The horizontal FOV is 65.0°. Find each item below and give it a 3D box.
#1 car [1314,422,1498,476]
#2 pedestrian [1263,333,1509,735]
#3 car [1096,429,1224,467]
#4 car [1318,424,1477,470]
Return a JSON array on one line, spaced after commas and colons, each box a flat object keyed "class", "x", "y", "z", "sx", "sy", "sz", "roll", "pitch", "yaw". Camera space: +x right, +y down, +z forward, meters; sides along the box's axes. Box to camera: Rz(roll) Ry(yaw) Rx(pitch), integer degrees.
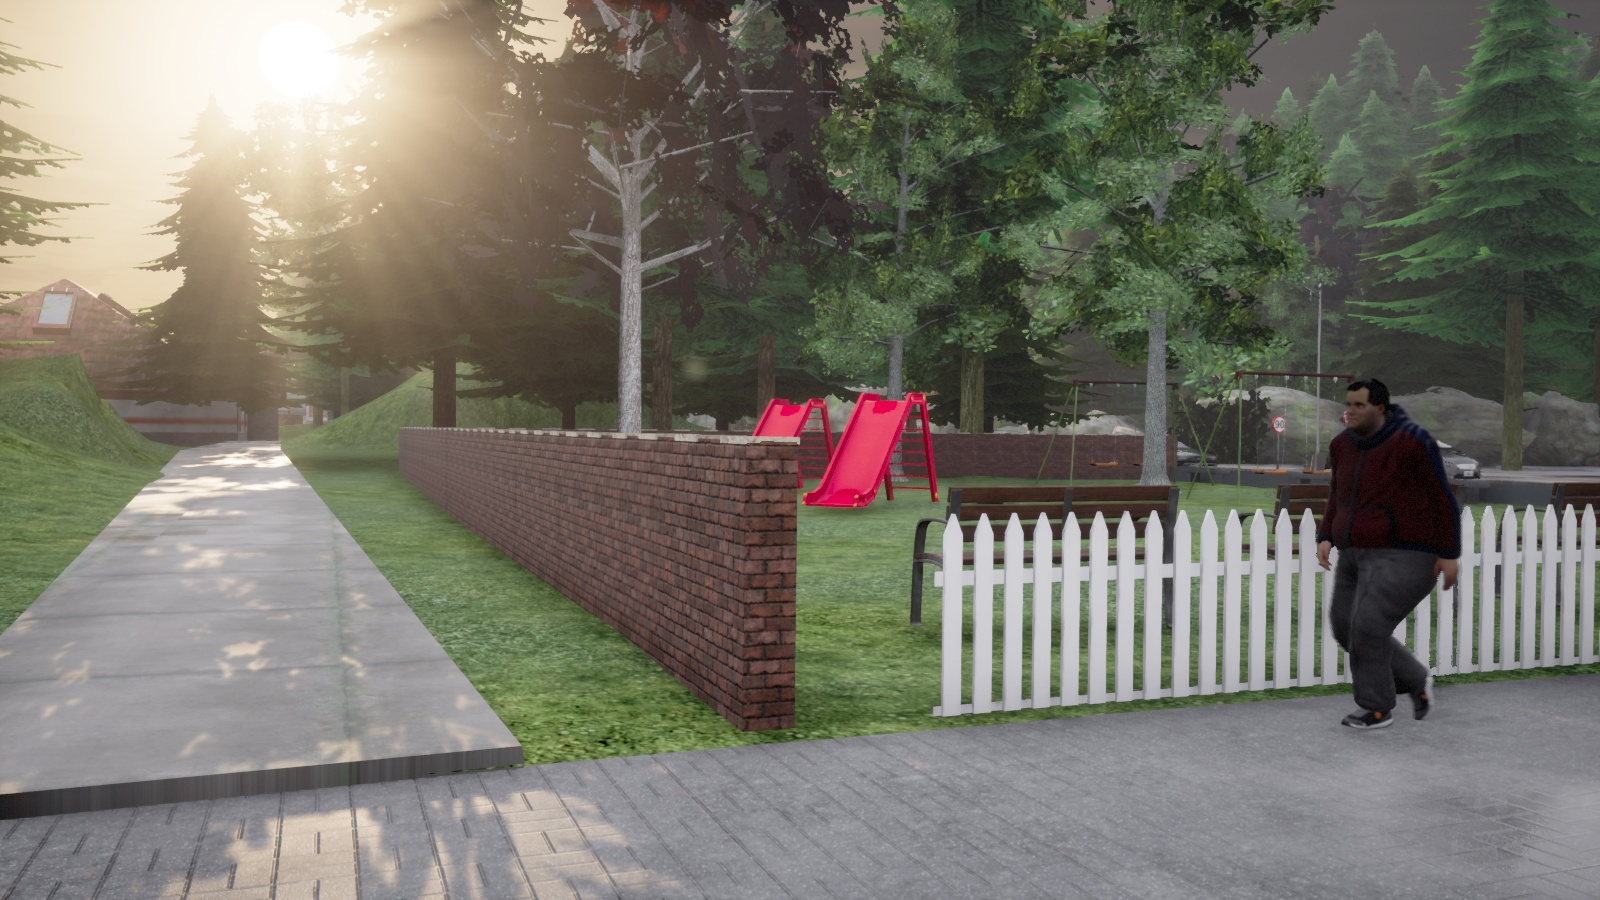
[{"class": "car", "x": 18.296, "y": -0.065, "z": 38.214, "sx": 2.128, "sy": 1.511, "sz": 4.902, "roll": -1, "pitch": 1, "yaw": -21}, {"class": "pedestrian", "x": 2.869, "y": 0.376, "z": 6.187, "sx": 0.899, "sy": 1.844, "sz": 0.634, "roll": -1, "pitch": 1, "yaw": -16}, {"class": "car", "x": 14.052, "y": -0.109, "z": 49.354, "sx": 2.033, "sy": 1.411, "sz": 5.357, "roll": -1, "pitch": 1, "yaw": -21}, {"class": "car", "x": 20.568, "y": -0.132, "z": 43.484, "sx": 2.163, "sy": 1.488, "sz": 4.792, "roll": -1, "pitch": 1, "yaw": -21}]
